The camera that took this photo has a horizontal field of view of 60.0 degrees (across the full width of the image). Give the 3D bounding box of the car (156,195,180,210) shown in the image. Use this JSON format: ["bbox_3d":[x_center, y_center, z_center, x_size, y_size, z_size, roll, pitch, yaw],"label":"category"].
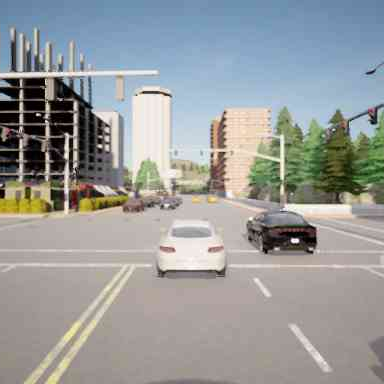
[{"bbox_3d":[-3.062,1.512,43.135,2.128,1.511,4.902,0,0,1],"label":"car"}]

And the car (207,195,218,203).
[{"bbox_3d":[4.387,1.497,70.687,1.882,1.535,5.008,0,0,1],"label":"car"}]

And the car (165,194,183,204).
[{"bbox_3d":[-2.928,1.515,52.266,2.128,1.511,4.902,0,0,1],"label":"car"}]

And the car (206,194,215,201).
[{"bbox_3d":[4.509,1.335,80.259,1.882,1.535,5.008,0,0,1],"label":"car"}]

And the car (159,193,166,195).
[{"bbox_3d":[-6.144,1.256,68.347,2.150,2.045,5.566,0,0,1],"label":"car"}]

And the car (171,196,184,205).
[{"bbox_3d":[-2.719,1.576,62.713,2.033,1.411,5.357,0,0,1],"label":"car"}]

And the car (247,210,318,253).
[{"bbox_3d":[3.485,1.481,13.693,1.882,1.535,5.008,0,0,0],"label":"car"}]

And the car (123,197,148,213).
[{"bbox_3d":[-6.628,1.498,38.349,1.882,1.535,5.008,0,0,1],"label":"car"}]

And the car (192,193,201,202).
[{"bbox_3d":[1.012,1.259,80.536,2.150,2.045,5.566,0,0,1],"label":"car"}]

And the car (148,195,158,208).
[{"bbox_3d":[-6.498,1.502,47.697,1.882,1.535,5.008,0,0,1],"label":"car"}]

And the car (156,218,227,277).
[{"bbox_3d":[-0.017,1.530,10.161,1.812,1.442,4.674,0,0,0],"label":"car"}]

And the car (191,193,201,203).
[{"bbox_3d":[0.885,1.507,70.575,1.882,1.535,5.008,0,0,1],"label":"car"}]
